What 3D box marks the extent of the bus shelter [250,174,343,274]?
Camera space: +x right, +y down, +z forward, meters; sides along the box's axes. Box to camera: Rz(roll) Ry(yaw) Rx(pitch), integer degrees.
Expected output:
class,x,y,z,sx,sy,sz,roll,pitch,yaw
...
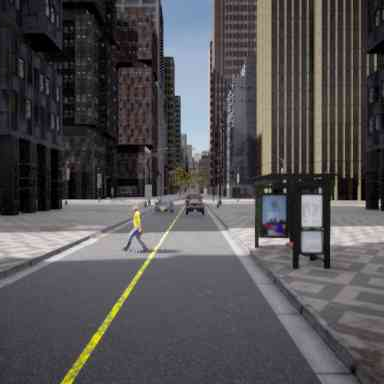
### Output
class,x,y,z,sx,sy,sz,roll,pitch,yaw
bus shelter,3.211,0.871,11.093,1.920,2.740,3.880,0,0,0

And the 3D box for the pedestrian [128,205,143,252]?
class,x,y,z,sx,sy,sz,roll,pitch,yaw
pedestrian,-2.068,1.288,12.186,0.375,1.860,0.375,0,0,-10

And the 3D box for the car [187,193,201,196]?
class,x,y,z,sx,sy,sz,roll,pitch,yaw
car,0.318,1.190,43.827,2.150,2.045,5.566,0,0,2

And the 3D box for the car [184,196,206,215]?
class,x,y,z,sx,sy,sz,roll,pitch,yaw
car,0.316,1.483,33.554,1.837,1.490,4.892,0,0,0

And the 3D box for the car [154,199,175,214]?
class,x,y,z,sx,sy,sz,roll,pitch,yaw
car,-2.851,1.470,35.153,2.128,1.511,4.902,0,0,1
